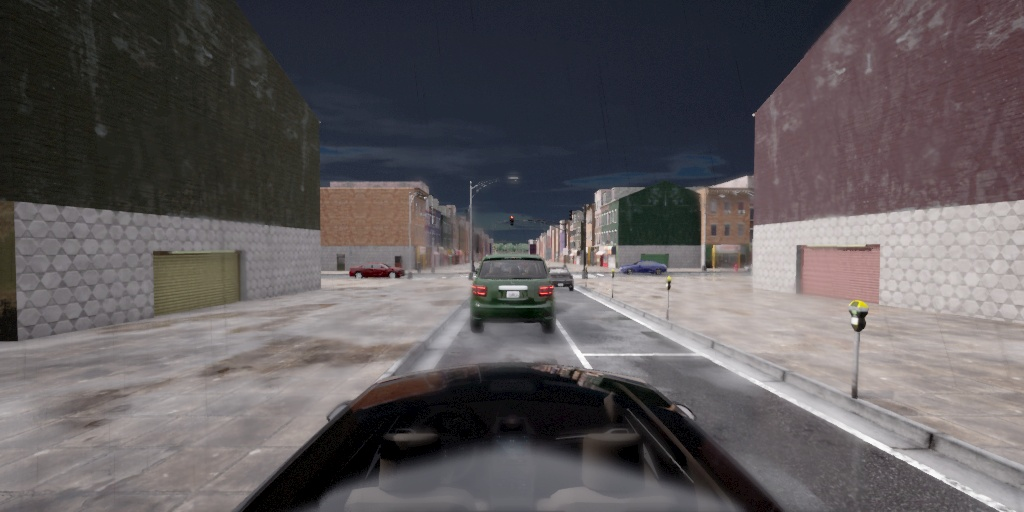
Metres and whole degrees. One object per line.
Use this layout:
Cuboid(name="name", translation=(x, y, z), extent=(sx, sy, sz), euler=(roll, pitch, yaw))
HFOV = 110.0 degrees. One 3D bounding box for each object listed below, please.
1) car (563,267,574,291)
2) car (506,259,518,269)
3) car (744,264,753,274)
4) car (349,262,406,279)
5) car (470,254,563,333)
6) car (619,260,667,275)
Cuboid(name="car", translation=(2.593, 1.296, 21.274), extent=(2.007, 1.370, 4.403), euler=(0, 0, 0))
Cuboid(name="car", translation=(-0.057, 1.259, 57.207), extent=(1.837, 1.490, 4.892), euler=(0, 0, 0))
Cuboid(name="car", translation=(26.111, 1.080, 36.211), extent=(4.902, 1.511, 2.128), euler=(0, 1, 0))
Cuboid(name="car", translation=(-12.398, 1.337, 33.202), extent=(5.008, 1.535, 1.882), euler=(0, 1, -1))
Cuboid(name="car", translation=(0.029, 0.968, 10.859), extent=(2.150, 2.045, 5.566), euler=(0, 0, 0))
Cuboid(name="car", translation=(13.197, 1.160, 36.212), extent=(4.674, 1.442, 1.812), euler=(0, 1, 1))
